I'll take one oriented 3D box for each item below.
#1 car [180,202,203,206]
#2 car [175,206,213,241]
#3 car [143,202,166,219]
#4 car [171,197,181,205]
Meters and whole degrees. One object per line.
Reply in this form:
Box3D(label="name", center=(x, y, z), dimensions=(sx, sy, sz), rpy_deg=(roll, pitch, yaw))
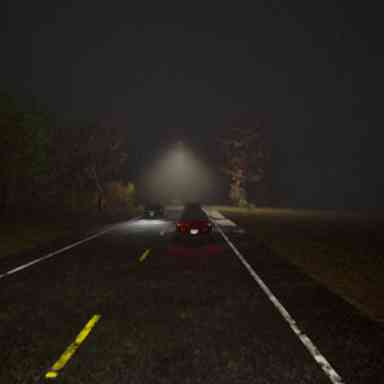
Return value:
Box3D(label="car", center=(0.102, 1.736, 33.558), dimensions=(1.882, 1.535, 5.008), rpy_deg=(0, 0, 0))
Box3D(label="car", center=(0.101, 1.660, 17.553), dimensions=(1.812, 1.442, 4.674), rpy_deg=(0, 0, 0))
Box3D(label="car", center=(-3.594, 1.740, 32.243), dimensions=(2.128, 1.511, 4.902), rpy_deg=(0, 0, 0))
Box3D(label="car", center=(-3.494, 1.916, 73.380), dimensions=(2.097, 1.767, 4.553), rpy_deg=(0, 0, 0))
